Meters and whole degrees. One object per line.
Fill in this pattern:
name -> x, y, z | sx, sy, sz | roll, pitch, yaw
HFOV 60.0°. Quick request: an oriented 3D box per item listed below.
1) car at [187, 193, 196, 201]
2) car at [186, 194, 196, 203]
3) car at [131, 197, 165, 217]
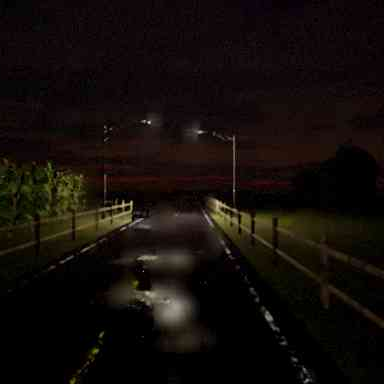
car -> -0.141, 1.151, 77.285 | 2.097, 1.767, 4.553 | 0, 0, 0
car -> -0.122, 1.489, 67.278 | 1.994, 1.385, 4.181 | 0, 0, 0
car -> -2.788, 1.097, 21.779 | 1.837, 1.490, 4.892 | 0, 0, 0
